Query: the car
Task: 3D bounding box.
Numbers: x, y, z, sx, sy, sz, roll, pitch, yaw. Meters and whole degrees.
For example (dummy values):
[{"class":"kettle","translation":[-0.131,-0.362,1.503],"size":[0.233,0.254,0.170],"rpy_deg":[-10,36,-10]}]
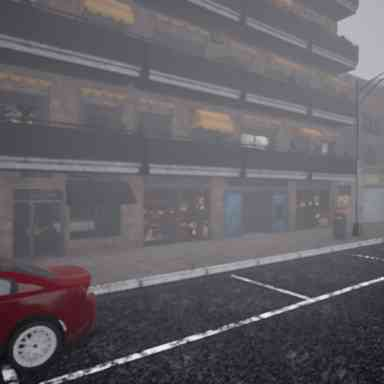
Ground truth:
[{"class":"car","translation":[-3.483,1.545,4.076],"size":[4.507,1.381,1.887],"rpy_deg":[0,0,-35]}]
